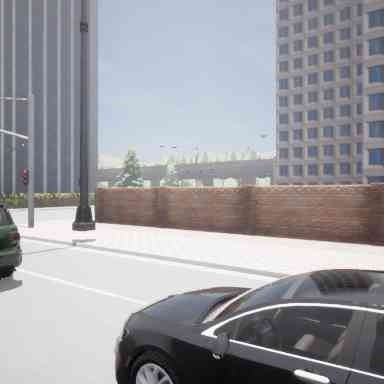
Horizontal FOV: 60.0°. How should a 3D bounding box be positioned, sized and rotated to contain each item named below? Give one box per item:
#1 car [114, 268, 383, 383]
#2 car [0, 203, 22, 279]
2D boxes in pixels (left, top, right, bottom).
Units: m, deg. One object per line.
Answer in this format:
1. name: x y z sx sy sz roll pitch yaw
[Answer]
1. car: 1.377 1.505 3.009 4.892 1.490 1.837 0 0 35
2. car: -6.706 1.221 8.745 5.566 2.045 2.150 0 0 35
